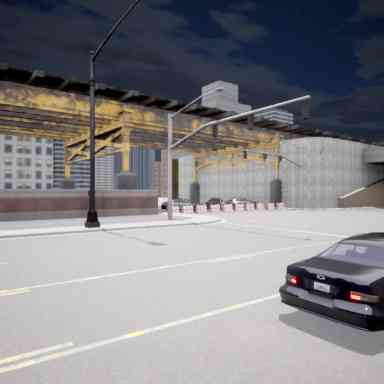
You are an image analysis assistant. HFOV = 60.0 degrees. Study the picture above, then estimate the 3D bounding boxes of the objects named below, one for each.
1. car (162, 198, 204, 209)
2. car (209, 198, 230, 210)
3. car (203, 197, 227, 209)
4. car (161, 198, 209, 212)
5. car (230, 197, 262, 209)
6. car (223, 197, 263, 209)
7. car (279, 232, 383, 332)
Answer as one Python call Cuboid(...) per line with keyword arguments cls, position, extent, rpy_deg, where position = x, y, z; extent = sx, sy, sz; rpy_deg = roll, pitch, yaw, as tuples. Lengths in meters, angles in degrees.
Cuboid(cls="car", position=(-0.962, 1.295, 37.830), extent=(4.536, 1.218, 1.853), rpy_deg=(0, 0, 8))
Cuboid(cls="car", position=(2.834, 1.453, 40.508), extent=(2.038, 1.542, 4.974), rpy_deg=(0, 0, 18))
Cuboid(cls="car", position=(2.850, 1.295, 40.558), extent=(1.853, 1.218, 4.536), rpy_deg=(0, 0, 18))
Cuboid(cls="car", position=(-0.911, 1.453, 37.823), extent=(4.974, 1.542, 2.038), rpy_deg=(0, 0, 8))
Cuboid(cls="car", position=(6.693, 1.295, 44.262), extent=(4.536, 1.218, 1.853), rpy_deg=(0, 0, -7))
Cuboid(cls="car", position=(6.744, 1.452, 44.268), extent=(4.974, 1.542, 2.038), rpy_deg=(0, 0, -7))
Cuboid(cls="car", position=(4.098, 1.547, 6.701), extent=(5.357, 1.411, 2.033), rpy_deg=(0, 0, -35))
